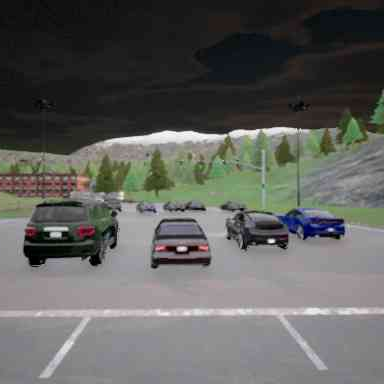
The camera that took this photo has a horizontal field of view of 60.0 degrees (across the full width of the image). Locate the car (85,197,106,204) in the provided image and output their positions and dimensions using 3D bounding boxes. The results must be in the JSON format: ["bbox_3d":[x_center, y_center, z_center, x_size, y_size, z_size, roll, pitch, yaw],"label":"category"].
[{"bbox_3d":[-21.307,1.926,73.234,4.674,1.442,1.812,0,0,36],"label":"car"}]

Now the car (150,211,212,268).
[{"bbox_3d":[-0.469,1.608,11.555,2.033,1.411,5.357,0,0,-4],"label":"car"}]

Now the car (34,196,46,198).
[{"bbox_3d":[-34.137,1.895,72.768,5.008,1.535,1.882,0,0,22],"label":"car"}]

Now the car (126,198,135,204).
[{"bbox_3d":[-14.202,1.961,76.404,4.181,1.385,1.994,0,0,39],"label":"car"}]

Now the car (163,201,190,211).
[{"bbox_3d":[-2.277,1.759,40.886,2.033,1.411,5.357,0,0,-16],"label":"car"}]

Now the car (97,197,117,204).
[{"bbox_3d":[-19.462,1.915,76.249,4.892,1.490,1.837,0,0,36],"label":"car"}]

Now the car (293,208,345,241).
[{"bbox_3d":[5.955,1.559,17.383,1.882,1.535,5.008,0,0,-6],"label":"car"}]

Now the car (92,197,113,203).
[{"bbox_3d":[-22.154,1.974,82.286,4.902,1.511,2.128,0,0,29],"label":"car"}]

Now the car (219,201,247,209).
[{"bbox_3d":[4.992,1.749,40.853,2.033,1.411,5.357,0,0,-16],"label":"car"}]

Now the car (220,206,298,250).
[{"bbox_3d":[2.714,1.578,14.779,1.837,1.490,4.892,0,0,-6],"label":"car"}]

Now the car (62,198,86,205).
[{"bbox_3d":[-25.495,1.941,71.958,5.357,1.411,2.033,0,0,32],"label":"car"}]

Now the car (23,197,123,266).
[{"bbox_3d":[-4.027,1.290,11.959,2.150,2.045,5.566,0,0,-5],"label":"car"}]

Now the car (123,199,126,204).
[{"bbox_3d":[-10.160,1.723,42.634,2.128,1.511,4.902,0,0,-17],"label":"car"}]

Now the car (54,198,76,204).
[{"bbox_3d":[-30.014,2.036,78.574,4.718,1.301,1.895,0,0,22],"label":"car"}]

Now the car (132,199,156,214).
[{"bbox_3d":[-5.453,1.755,39.287,2.033,1.411,5.357,0,0,-16],"label":"car"}]

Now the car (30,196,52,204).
[{"bbox_3d":[-34.839,1.794,76.808,4.553,1.767,2.097,0,0,18],"label":"car"}]

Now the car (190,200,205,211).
[{"bbox_3d":[0.302,1.789,44.273,1.994,1.385,4.181,0,0,-17],"label":"car"}]
